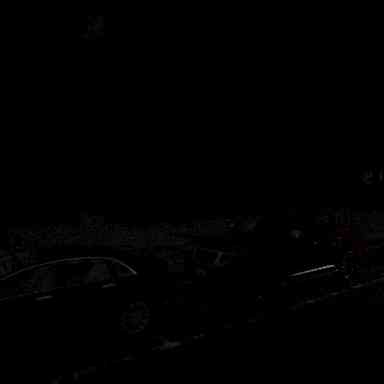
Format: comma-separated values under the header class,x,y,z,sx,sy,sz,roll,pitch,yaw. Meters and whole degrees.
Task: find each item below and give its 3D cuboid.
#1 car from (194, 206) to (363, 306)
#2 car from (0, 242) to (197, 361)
class,x,y,z,sx,sy,sz,roll,pitch,yaw
car,2.234,1.315,8.235,5.009,1.841,2.192,0,0,-35
car,-2.335,1.551,4.980,4.403,1.369,2.008,0,0,-35
